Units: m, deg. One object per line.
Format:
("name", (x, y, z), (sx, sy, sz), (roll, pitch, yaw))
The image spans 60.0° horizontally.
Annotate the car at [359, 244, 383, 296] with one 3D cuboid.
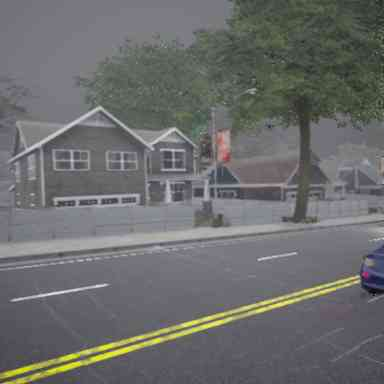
("car", (5.559, 1.545, 7.425), (4.674, 1.442, 1.812), (0, 0, -35))
